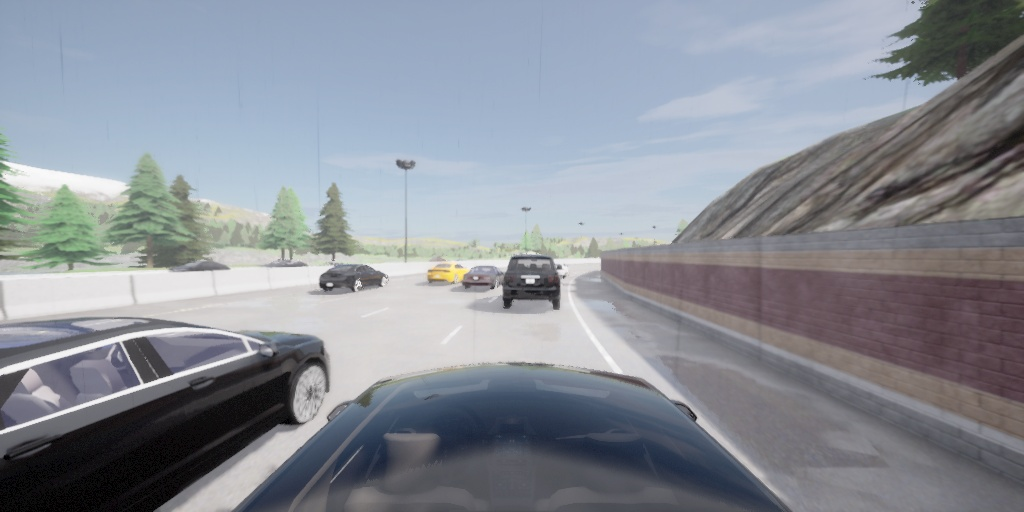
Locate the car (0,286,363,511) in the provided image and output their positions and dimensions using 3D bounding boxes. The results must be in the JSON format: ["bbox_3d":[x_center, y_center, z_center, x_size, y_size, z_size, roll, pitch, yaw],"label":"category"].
[{"bbox_3d":[-3.312,1.230,2.791,2.128,1.511,4.902,0,0,1],"label":"car"}]

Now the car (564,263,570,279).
[{"bbox_3d":[4.193,1.260,33.037,1.812,1.442,4.674,0,0,14],"label":"car"}]

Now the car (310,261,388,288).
[{"bbox_3d":[-8.923,1.209,20.599,1.837,1.490,4.892,0,0,8],"label":"car"}]

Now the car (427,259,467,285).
[{"bbox_3d":[-4.485,1.191,26.097,1.882,1.535,5.008,0,0,10],"label":"car"}]

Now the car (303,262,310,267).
[{"bbox_3d":[-19.769,1.253,38.975,1.895,1.301,4.718,0,0,14],"label":"car"}]

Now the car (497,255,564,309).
[{"bbox_3d":[0.919,0.962,15.099,2.150,2.045,5.566,0,0,6],"label":"car"}]

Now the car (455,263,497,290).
[{"bbox_3d":[-1.619,1.273,22.437,2.033,1.411,5.357,0,0,9],"label":"car"}]

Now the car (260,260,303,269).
[{"bbox_3d":[-23.725,1.133,37.405,2.128,1.511,4.902,0,0,14],"label":"car"}]

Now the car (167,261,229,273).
[{"bbox_3d":[-28.353,1.157,32.603,1.812,1.442,4.674,0,0,12],"label":"car"}]

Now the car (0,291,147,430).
[{"bbox_3d":[-6.851,1.274,3.022,2.033,1.411,5.357,0,0,1],"label":"car"}]
